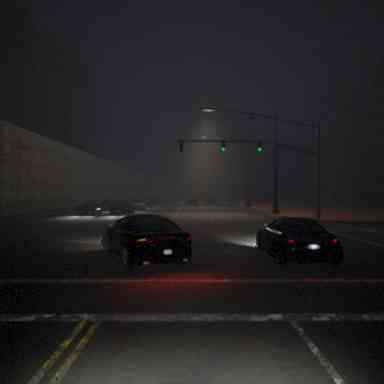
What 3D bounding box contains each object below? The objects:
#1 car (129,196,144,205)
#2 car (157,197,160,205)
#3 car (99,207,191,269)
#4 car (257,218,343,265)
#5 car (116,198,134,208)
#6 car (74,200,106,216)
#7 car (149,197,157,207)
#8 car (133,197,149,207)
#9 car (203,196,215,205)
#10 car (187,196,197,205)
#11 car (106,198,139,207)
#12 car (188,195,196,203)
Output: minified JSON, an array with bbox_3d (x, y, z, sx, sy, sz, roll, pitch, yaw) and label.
[{"bbox_3d":[-10.498,1.640,63.220,1.882,1.535,5.008,0,0,0],"label":"car"},{"bbox_3d":[-6.998,1.666,62.387,1.837,1.490,4.892,0,0,0],"label":"car"},{"bbox_3d":[-1.721,1.508,11.472,1.882,1.535,5.008,1,0,-25],"label":"car"},{"bbox_3d":[3.598,1.595,11.813,1.994,1.385,4.181,0,0,0],"label":"car"},{"bbox_3d":[-10.559,1.700,52.805,1.994,1.385,4.181,0,0,0],"label":"car"},{"bbox_3d":[-10.591,1.652,34.152,1.994,1.385,4.181,0,0,0],"label":"car"},{"bbox_3d":[-7.065,1.639,52.210,1.837,1.490,4.892,0,0,1],"label":"car"},{"bbox_3d":[-7.077,1.637,42.964,1.812,1.442,4.674,0,0,0],"label":"car"},{"bbox_3d":[3.513,1.693,64.848,1.812,1.442,4.674,0,0,0],"label":"car"},{"bbox_3d":[0.002,1.691,64.002,1.812,1.442,4.674,0,0,0],"label":"car"},{"bbox_3d":[-7.090,1.652,34.207,1.994,1.385,4.181,0,0,0],"label":"car"},{"bbox_3d":[0.002,1.556,74.003,1.882,1.535,5.008,0,0,0],"label":"car"}]
